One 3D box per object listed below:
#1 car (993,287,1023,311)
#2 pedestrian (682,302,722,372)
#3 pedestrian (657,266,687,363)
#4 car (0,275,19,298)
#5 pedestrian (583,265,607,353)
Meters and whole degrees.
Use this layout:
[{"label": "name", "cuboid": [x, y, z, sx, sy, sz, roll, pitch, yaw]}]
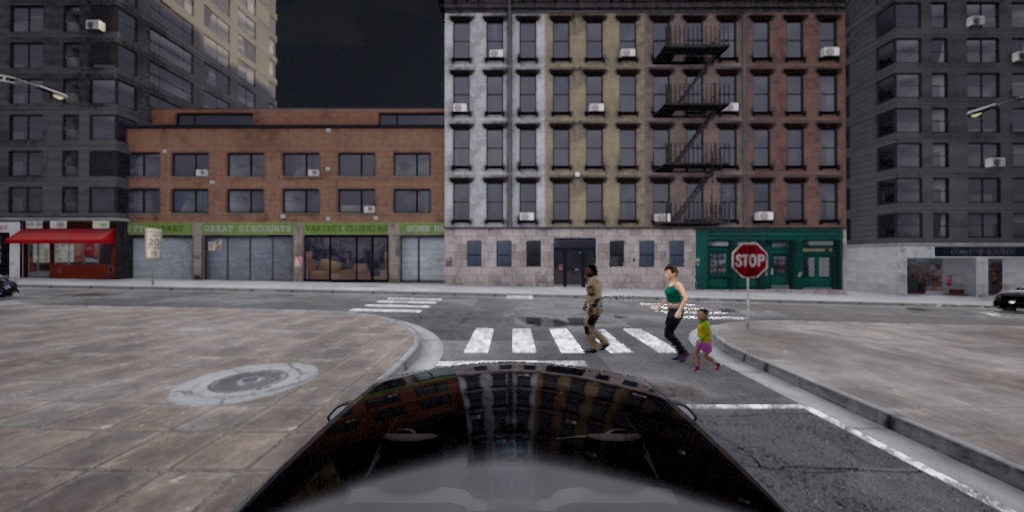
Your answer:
[{"label": "car", "cuboid": [24.515, 1.852, 15.834, 4.892, 1.490, 1.837, 2, 0, 0]}, {"label": "pedestrian", "cuboid": [3.323, 1.416, 6.134, 0.500, 1.100, 0.500, 0, 0, 0]}, {"label": "pedestrian", "cuboid": [3.033, 1.035, 6.736, 0.375, 1.860, 0.375, 0, 0, 0]}, {"label": "car", "cuboid": [-21.037, 0.919, 13.076, 4.181, 1.385, 1.994, 1, 0, 0]}, {"label": "pedestrian", "cuboid": [1.654, 1.037, 7.335, 0.375, 1.860, 0.375, 0, 0, 0]}]
